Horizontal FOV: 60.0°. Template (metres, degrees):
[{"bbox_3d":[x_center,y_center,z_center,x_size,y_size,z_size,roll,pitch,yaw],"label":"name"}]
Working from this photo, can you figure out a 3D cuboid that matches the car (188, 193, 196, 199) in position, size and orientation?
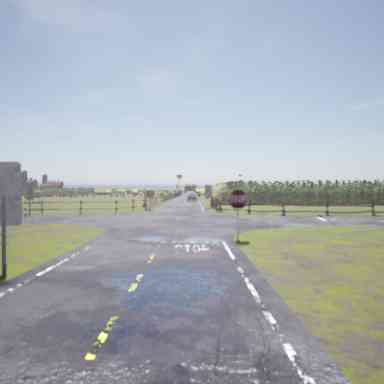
[{"bbox_3d":[0.023,1.068,83.535,2.033,1.411,5.357,0,0,0],"label":"car"}]

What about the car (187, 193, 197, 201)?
[{"bbox_3d":[0.020,1.088,73.500,2.097,1.767,4.553,0,0,0],"label":"car"}]
